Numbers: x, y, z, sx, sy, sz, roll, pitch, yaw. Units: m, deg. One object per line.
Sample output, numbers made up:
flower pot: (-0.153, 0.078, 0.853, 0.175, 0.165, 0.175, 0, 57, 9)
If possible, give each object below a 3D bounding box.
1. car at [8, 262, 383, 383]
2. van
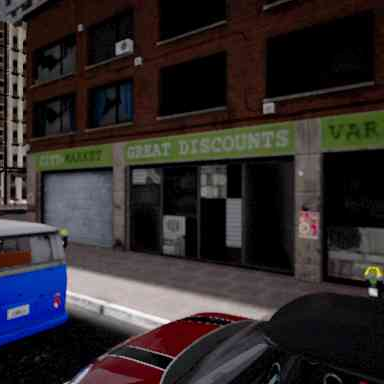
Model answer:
car: (0.890, 1.438, 2.091, 4.097, 1.590, 1.967, 0, 0, 35)
van: (-3.748, 1.305, 5.386, 3.998, 1.788, 1.690, 0, 0, 35)
